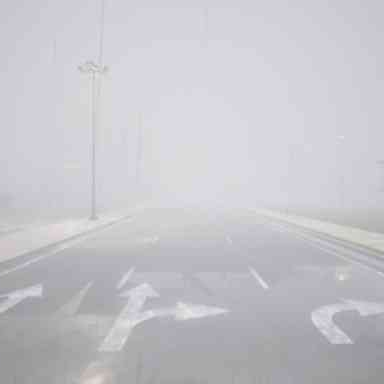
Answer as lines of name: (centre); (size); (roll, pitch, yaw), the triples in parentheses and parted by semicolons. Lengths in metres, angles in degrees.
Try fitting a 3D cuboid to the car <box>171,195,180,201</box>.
car: (-4.808, 1.798, 93.727); (1.895, 1.301, 4.718); (0, 0, 0)
